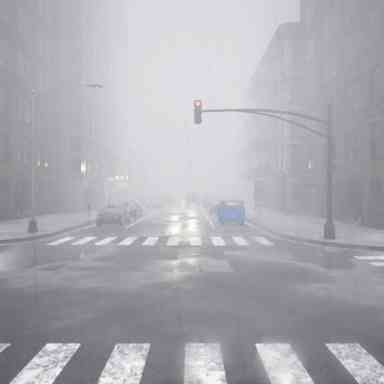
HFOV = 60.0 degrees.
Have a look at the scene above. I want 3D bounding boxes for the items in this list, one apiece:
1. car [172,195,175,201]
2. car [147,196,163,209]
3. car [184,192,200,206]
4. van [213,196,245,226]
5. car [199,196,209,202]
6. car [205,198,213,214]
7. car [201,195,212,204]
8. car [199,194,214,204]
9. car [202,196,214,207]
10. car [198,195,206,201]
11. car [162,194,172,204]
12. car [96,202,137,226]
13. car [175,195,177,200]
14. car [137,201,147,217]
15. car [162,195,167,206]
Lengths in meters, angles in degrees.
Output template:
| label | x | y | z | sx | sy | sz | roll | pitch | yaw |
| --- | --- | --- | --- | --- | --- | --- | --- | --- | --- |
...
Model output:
| label | x | y | z | sx | sy | sz | roll | pitch | yaw |
| --- | --- | --- | --- | --- | --- | --- | --- | --- | --- |
| car | -5.371 | 1.292 | 68.594 | 2.192 | 1.841 | 5.009 | 0 | 0 | 0 |
| car | -5.377 | 1.519 | 45.697 | 1.752 | 1.417 | 4.829 | 0 | 0 | 0 |
| car | 0.117 | 1.208 | 56.463 | 2.150 | 2.045 | 5.566 | 0 | 0 | 0 |
| van | 2.642 | 1.340 | 23.146 | 1.690 | 1.788 | 3.998 | 0 | 0 | 0 |
| car | 2.655 | 1.524 | 74.278 | 2.008 | 1.369 | 4.403 | 0 | 0 | 0 |
| car | 2.645 | 1.580 | 34.508 | 1.802 | 1.307 | 4.206 | 0 | 0 | 0 |
| car | 2.652 | 1.422 | 62.915 | 1.967 | 1.590 | 4.097 | 0 | 0 | 0 |
| car | 2.650 | 1.305 | 51.553 | 2.192 | 1.841 | 5.009 | 0 | 0 | 0 |
| car | 2.648 | 1.576 | 45.871 | 1.802 | 1.307 | 4.206 | 0 | 0 | 0 |
| car | 2.658 | 1.530 | 85.640 | 1.947 | 1.339 | 4.313 | 0 | 0 | 0 |
| car | -5.373 | 1.547 | 62.912 | 1.947 | 1.339 | 4.313 | 0 | 0 | 0 |
| car | -5.383 | 1.549 | 23.139 | 2.008 | 1.369 | 4.403 | 0 | 0 | 0 |
| car | -5.369 | 1.409 | 79.958 | 1.967 | 1.590 | 4.097 | 0 | 0 | 0 |
| car | -5.381 | 1.543 | 28.821 | 1.887 | 1.381 | 4.507 | 0 | 0 | 0 |
| car | -5.375 | 1.556 | 51.549 | 1.947 | 1.339 | 4.313 | 0 | 0 | 0 |
